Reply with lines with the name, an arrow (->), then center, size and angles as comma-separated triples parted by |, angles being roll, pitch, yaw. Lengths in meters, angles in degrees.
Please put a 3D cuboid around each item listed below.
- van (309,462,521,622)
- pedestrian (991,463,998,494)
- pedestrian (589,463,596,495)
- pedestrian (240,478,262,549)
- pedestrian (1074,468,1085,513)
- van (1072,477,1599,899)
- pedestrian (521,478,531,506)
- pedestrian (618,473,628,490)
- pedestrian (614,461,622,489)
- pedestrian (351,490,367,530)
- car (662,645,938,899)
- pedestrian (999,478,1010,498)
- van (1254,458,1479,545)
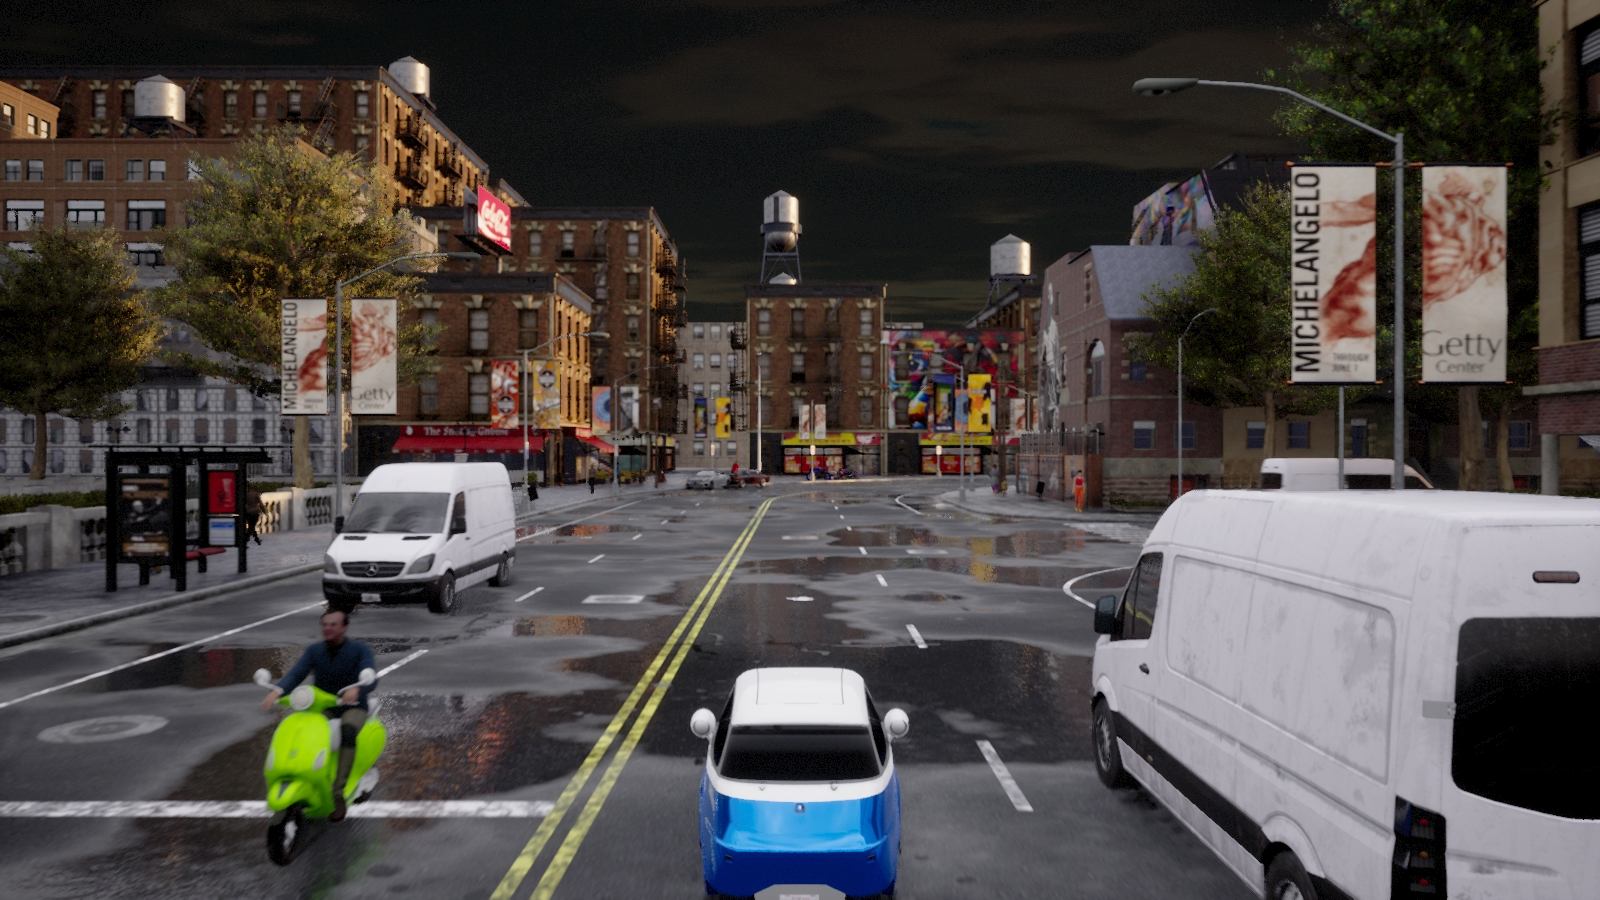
van -> -6.987, 1.532, 21.544 | 1.988, 2.561, 5.915 | 0, 0, 0
pedestrian -> 11.555, 1.687, 67.762 | 0.375, 1.860, 0.375 | 0, 0, 1
pedestrian -> -12.213, 1.687, 67.218 | 0.375, 1.860, 0.375 | 0, 0, 3
pedestrian -> -14.659, 1.693, 30.509 | 0.375, 1.860, 0.375 | 0, 0, 3
pedestrian -> 11.749, 1.690, 48.086 | 0.375, 1.860, 0.375 | 0, 0, -1
van -> 3.512, 1.533, 7.611 | 1.988, 2.561, 5.915 | 0, 0, 0
pedestrian -> -12.889, 1.970, 53.828 | 0.375, 1.300, 0.375 | 0, 0, 2
pedestrian -> -11.537, 2.066, 74.452 | 0.500, 1.100, 0.500 | 0, 0, 11
pedestrian -> -12.214, 1.687, 76.556 | 0.375, 1.860, 0.375 | 0, 0, 17
pedestrian -> -14.442, 1.971, 37.409 | 0.375, 1.300, 0.375 | 0, 0, 5
car -> 0.000, 2.119, 7.240 | 1.481, 1.376, 2.207 | 0, 0, 0
pedestrian -> 11.167, 2.067, 62.443 | 0.500, 1.100, 0.500 | 0, 0, 3
van -> 17.168, 1.529, 34.822 | 5.915, 2.561, 1.988 | 0, 0, -2
